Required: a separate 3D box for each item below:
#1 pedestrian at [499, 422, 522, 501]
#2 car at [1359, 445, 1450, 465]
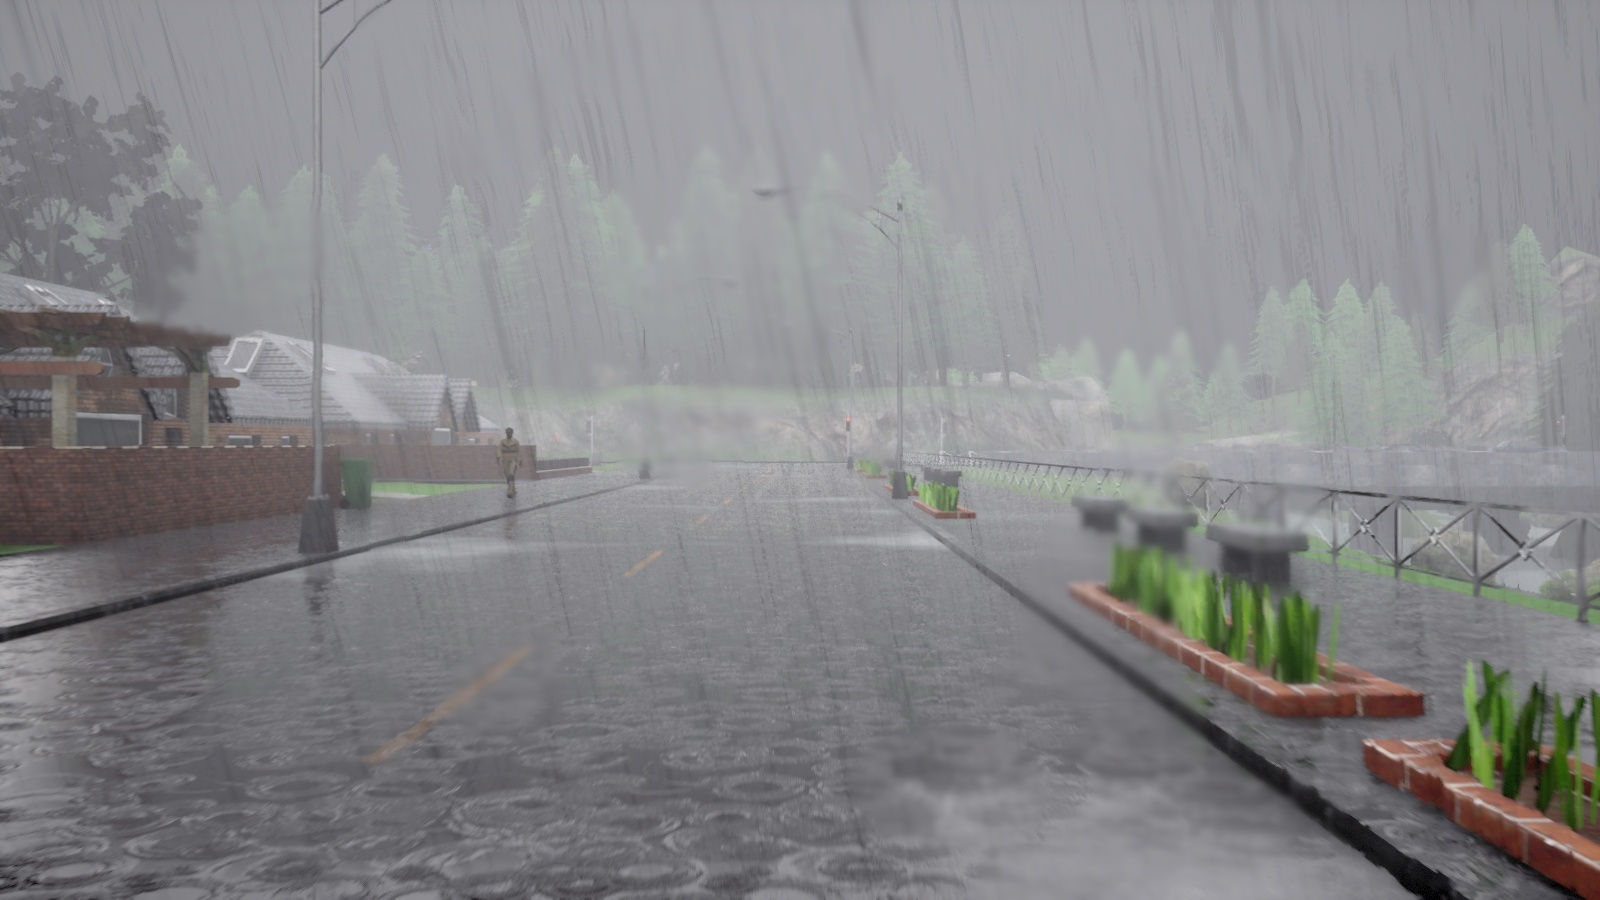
[{"bbox_3d":[-7.102,0.277,30.772,0.396,1.930,0.692,0,0,1],"label":"pedestrian"},{"bbox_3d":[41.958,0.336,87.215,5.357,1.411,2.033,0,0,0],"label":"car"}]
